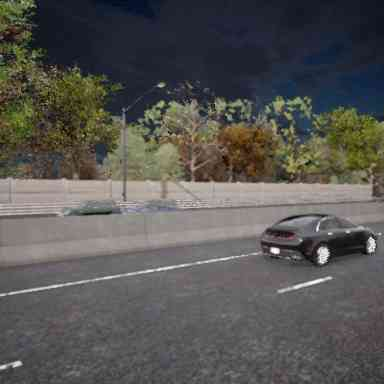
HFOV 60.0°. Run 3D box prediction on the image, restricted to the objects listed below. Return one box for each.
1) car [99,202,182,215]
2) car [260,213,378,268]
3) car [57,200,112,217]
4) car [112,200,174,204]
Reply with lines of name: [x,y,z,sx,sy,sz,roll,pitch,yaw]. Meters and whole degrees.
car: [-2.375,1.558,19.570,5.357,1.411,2.033,0,0,-36]
car: [4.424,1.482,11.282,4.892,1.490,1.837,0,0,-36]
car: [-7.480,1.386,24.513,4.553,1.767,2.097,0,0,-36]
car: [-2.901,1.364,23.510,4.553,1.767,2.097,0,0,-36]
